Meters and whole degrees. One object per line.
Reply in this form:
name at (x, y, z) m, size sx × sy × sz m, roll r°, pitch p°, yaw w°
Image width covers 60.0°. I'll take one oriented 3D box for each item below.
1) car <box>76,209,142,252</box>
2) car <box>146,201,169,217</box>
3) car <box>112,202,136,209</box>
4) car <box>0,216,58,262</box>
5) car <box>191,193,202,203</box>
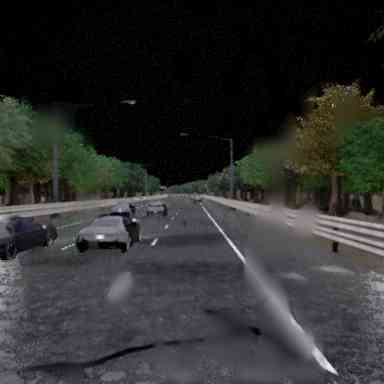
car at (-3.385, 1.637, 14.234) m, size 1.994 × 1.385 × 4.181 m, roll 0°, pitch 0°, yaw 0°
car at (-3.366, 1.655, 33.117) m, size 2.128 × 1.511 × 4.902 m, roll 0°, pitch 0°, yaw 0°
car at (-6.866, 1.731, 33.787) m, size 1.994 × 1.385 × 4.181 m, roll 0°, pitch 0°, yaw 0°
car at (-6.887, 1.612, 12.398) m, size 2.033 × 1.411 × 5.357 m, roll 0°, pitch 0°, yaw 0°
car at (1.300, 1.677, 77.192) m, size 2.097 × 1.767 × 4.553 m, roll 0°, pitch 0°, yaw 0°
